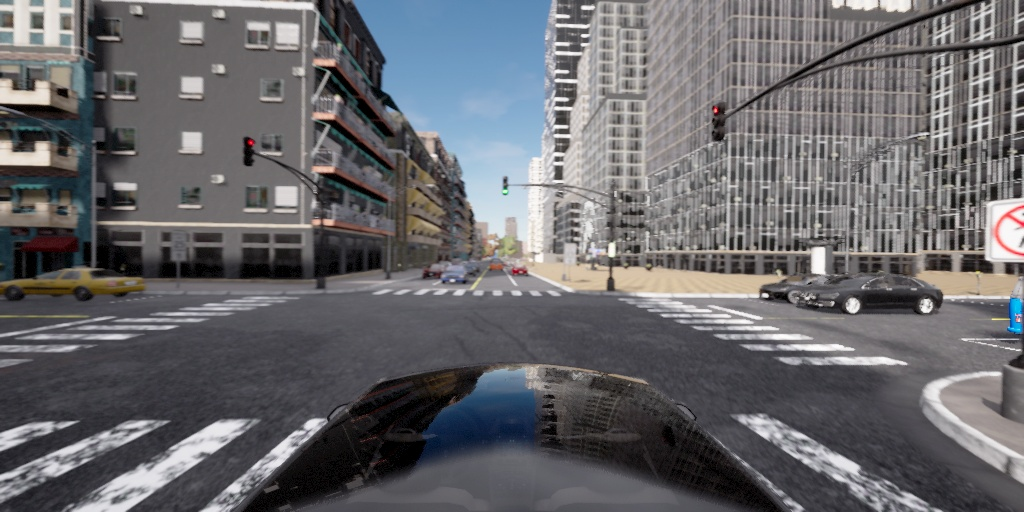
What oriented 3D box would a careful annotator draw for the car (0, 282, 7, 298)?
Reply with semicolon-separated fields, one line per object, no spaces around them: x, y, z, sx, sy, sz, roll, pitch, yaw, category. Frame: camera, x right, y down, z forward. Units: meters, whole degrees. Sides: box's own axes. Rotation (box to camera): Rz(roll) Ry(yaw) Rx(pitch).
-17.137;1.158;9.478;4.674;1.442;1.812;1;0;-3;car

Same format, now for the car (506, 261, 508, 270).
-0.194;1.687;62.480;2.007;1.370;4.403;0;0;-3;car

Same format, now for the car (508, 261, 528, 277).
0.833;1.542;39.908;1.888;1.381;4.507;0;0;-3;car

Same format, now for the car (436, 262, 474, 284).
-4.401;1.404;28.513;2.033;1.411;5.357;1;0;-3;car

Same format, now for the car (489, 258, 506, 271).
-2.440;1.415;55.825;2.097;1.767;4.553;1;0;-3;car

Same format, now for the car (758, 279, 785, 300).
13.920;1.480;16.743;4.313;1.339;1.948;0;0;-3;car

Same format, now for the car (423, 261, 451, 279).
-7.245;1.400;33.829;1.888;1.381;4.507;0;0;-3;car

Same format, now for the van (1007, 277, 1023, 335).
14.313;1.331;8.372;3.998;1.789;1.690;0;0;-3;van

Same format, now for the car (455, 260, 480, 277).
-4.855;1.480;38.536;1.994;1.385;4.181;1;0;-3;car

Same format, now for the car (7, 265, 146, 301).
-18.601;1.094;15.212;4.829;1.417;1.751;0;0;-3;car

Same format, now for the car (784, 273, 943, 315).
13.963;1.442;14.145;4.892;1.490;1.837;1;0;-3;car

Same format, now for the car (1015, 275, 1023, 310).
24.024;1.573;14.617;4.674;1.442;1.812;1;0;-3;car

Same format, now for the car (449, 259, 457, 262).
-7.502;1.329;39.472;1.967;1.591;4.097;0;0;-3;car
